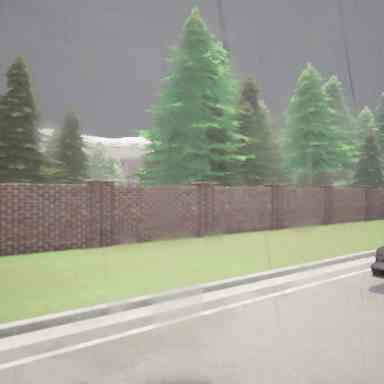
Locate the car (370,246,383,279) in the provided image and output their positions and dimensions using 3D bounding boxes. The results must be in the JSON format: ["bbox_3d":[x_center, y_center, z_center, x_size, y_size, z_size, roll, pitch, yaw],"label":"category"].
[{"bbox_3d":[6.697,1.562,8.539,5.357,1.411,2.033,0,0,-35],"label":"car"}]
